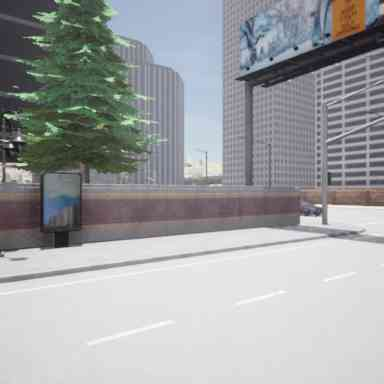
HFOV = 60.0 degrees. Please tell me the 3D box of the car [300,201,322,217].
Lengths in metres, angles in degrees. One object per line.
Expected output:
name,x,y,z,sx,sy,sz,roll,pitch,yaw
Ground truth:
car,10.426,1.553,31.901,1.994,1.385,4.181,0,0,-35
